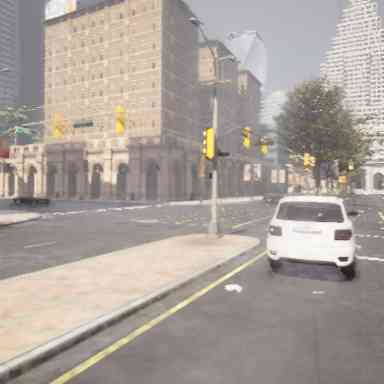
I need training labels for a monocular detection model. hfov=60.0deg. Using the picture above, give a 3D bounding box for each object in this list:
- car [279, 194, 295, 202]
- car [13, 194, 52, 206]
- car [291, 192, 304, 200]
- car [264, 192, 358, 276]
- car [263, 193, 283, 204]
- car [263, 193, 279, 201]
[{"bbox_3d":[17.430,1.026,60.901,1.895,1.301,4.718,1,1,28],"label":"car"},{"bbox_3d":[-19.009,0.943,39.586,4.718,1.301,1.895,1,1,27],"label":"car"},{"bbox_3d":[22.162,0.861,69.915,1.837,1.490,4.892,1,1,28],"label":"car"},{"bbox_3d":[3.882,1.129,10.437,2.150,2.045,5.566,1,1,25],"label":"car"},{"bbox_3d":[12.710,0.993,52.023,1.837,1.490,4.892,1,1,28],"label":"car"},{"bbox_3d":[15.173,0.967,63.591,1.895,1.301,4.718,1,1,28],"label":"car"}]
